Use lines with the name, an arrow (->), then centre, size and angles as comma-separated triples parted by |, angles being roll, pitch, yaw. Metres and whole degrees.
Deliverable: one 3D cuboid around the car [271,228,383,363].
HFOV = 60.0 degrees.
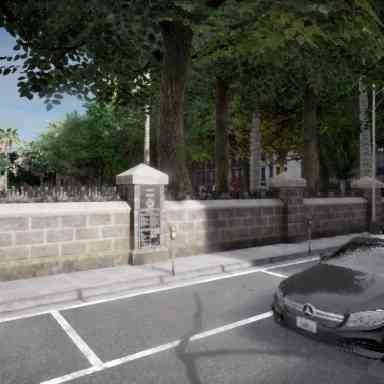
car -> 3.436, 1.525, 5.828 | 4.674, 1.442, 1.812 | 0, 0, -35
